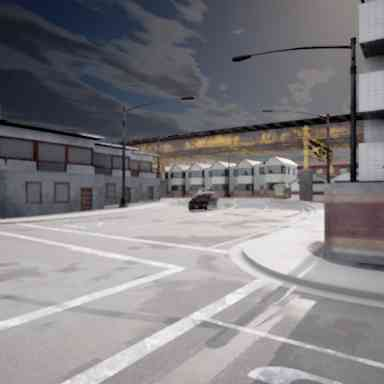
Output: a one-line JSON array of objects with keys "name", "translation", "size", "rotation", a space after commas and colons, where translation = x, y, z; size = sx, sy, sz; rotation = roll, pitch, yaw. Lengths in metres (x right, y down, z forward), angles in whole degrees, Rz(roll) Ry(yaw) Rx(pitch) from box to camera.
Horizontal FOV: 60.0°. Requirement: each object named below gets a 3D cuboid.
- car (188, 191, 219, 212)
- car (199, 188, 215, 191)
[{"name": "car", "translation": [1.173, 0.979, 31.726], "size": [1.882, 1.535, 5.008], "rotation": [0, 2, 18]}, {"name": "car", "translation": [2.505, 0.303, 56.409], "size": [2.150, 2.045, 5.566], "rotation": [0, 0, -14]}]
